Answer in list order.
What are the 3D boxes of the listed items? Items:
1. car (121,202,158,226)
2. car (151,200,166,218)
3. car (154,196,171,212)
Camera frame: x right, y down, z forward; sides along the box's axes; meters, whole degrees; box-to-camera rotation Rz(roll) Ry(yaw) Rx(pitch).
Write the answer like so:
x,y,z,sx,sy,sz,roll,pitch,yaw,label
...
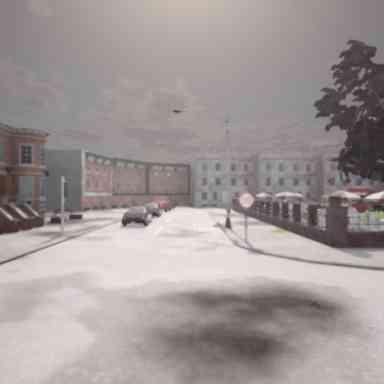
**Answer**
x,y,z,sx,sy,sz,roll,pitch,yaw,label
-4.121,1.781,25.806,2.033,1.411,5.357,0,-1,-1,car
-4.159,1.861,34.639,2.033,1.411,5.357,0,-1,-1,car
-4.177,1.632,45.356,2.150,2.045,5.566,0,-1,5,car
